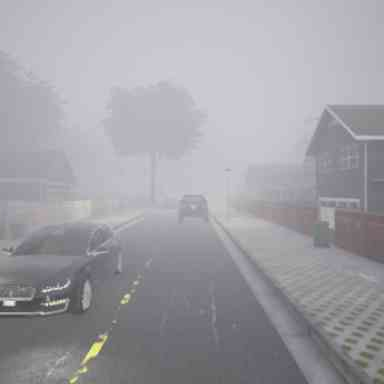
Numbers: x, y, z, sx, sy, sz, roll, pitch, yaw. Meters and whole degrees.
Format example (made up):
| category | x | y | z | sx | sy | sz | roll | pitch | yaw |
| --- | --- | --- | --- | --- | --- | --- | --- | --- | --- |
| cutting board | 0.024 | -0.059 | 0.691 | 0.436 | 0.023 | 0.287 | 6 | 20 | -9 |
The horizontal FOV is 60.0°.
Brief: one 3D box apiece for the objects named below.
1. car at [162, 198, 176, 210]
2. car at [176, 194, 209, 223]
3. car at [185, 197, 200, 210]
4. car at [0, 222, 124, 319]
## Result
| category | x | y | z | sx | sy | sz | roll | pitch | yaw |
| --- | --- | --- | --- | --- | --- | --- | --- | --- | --- |
| car | -2.848 | 1.501 | 43.742 | 1.882 | 1.535 | 5.008 | 0 | 0 | 0 |
| car | 0.099 | 1.219 | 25.775 | 2.150 | 2.045 | 5.566 | 0 | -1 | 0 |
| car | 0.087 | 1.501 | 43.651 | 1.882 | 1.535 | 5.008 | 0 | 0 | 0 |
| car | -2.840 | 1.502 | 7.620 | 1.837 | 1.490 | 4.892 | 0 | 0 | 0 |
